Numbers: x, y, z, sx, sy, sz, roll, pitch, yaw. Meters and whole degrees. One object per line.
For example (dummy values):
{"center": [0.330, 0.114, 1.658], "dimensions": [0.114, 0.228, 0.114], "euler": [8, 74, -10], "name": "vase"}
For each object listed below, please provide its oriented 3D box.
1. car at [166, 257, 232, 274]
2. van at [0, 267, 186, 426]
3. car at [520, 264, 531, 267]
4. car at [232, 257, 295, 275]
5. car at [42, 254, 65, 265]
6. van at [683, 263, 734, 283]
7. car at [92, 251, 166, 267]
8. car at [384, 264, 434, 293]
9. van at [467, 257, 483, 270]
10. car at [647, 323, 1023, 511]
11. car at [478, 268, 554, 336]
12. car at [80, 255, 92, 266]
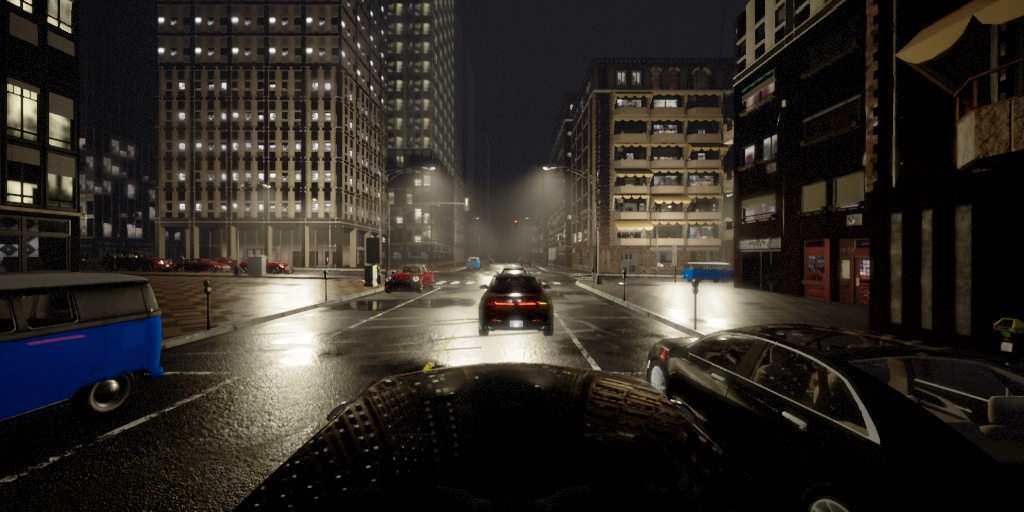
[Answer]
{"center": [-26.718, 0.857, 30.983], "dimensions": [4.207, 1.307, 1.802], "euler": [0, 0, 0], "name": "car"}
{"center": [-5.688, 1.091, 3.281], "dimensions": [1.690, 1.789, 3.998], "euler": [0, 0, 0], "name": "van"}
{"center": [0.102, 1.316, 19.157], "dimensions": [1.994, 1.385, 4.181], "euler": [0, 0, 0], "name": "car"}
{"center": [-21.144, 0.822, 30.995], "dimensions": [4.097, 1.591, 1.967], "euler": [0, 0, 0], "name": "car"}
{"center": [-49.102, 0.399, 39.315], "dimensions": [4.313, 1.339, 1.948], "euler": [0, 0, 0], "name": "car"}
{"center": [16.915, 1.457, 30.943], "dimensions": [3.998, 1.789, 1.690], "euler": [0, 0, 0], "name": "van"}
{"center": [-32.292, 0.482, 30.971], "dimensions": [5.009, 1.841, 2.192], "euler": [0, 0, 0], "name": "car"}
{"center": [-5.688, 1.192, 20.227], "dimensions": [1.967, 1.591, 4.097], "euler": [0, 0, 0], "name": "car"}
{"center": [-5.686, 1.104, 52.701], "dimensions": [1.690, 1.789, 3.998], "euler": [0, 0, 0], "name": "van"}
{"center": [2.692, 1.300, 3.280], "dimensions": [2.007, 1.370, 4.403], "euler": [0, 0, 0], "name": "car"}
{"center": [0.102, 1.255, 10.364], "dimensions": [1.837, 1.490, 4.892], "euler": [0, 0, 0], "name": "car"}
{"center": [-43.696, 0.466, 39.327], "dimensions": [4.829, 1.417, 1.751], "euler": [0, 0, 0], "name": "car"}
